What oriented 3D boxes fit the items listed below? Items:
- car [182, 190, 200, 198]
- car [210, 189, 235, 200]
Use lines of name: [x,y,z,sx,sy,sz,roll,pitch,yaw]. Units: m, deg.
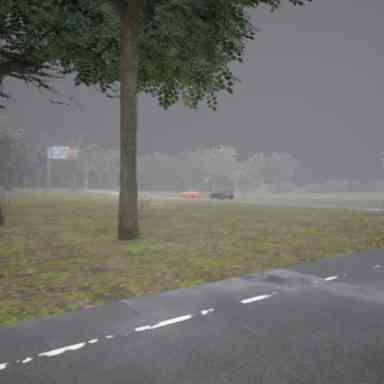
car: [-0.254,0.320,71.819,2.097,1.767,4.553,2,0,-35]
car: [5.744,0.517,63.376,2.150,2.045,5.566,2,0,-35]
